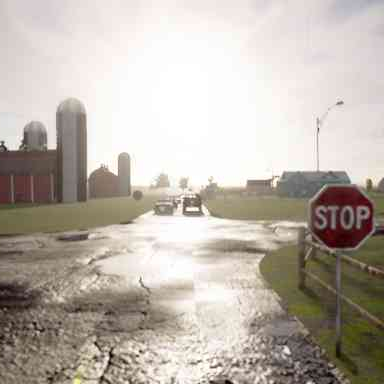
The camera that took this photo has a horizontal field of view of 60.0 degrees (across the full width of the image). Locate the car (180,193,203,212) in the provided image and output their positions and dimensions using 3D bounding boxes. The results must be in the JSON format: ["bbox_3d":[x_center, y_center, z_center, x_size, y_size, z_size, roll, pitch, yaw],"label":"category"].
[{"bbox_3d":[0.043,1.172,38.912,2.150,2.045,5.566,0,0,0],"label":"car"}]

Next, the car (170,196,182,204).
[{"bbox_3d":[-2.897,1.473,60.996,2.033,1.411,5.357,0,0,0],"label":"car"}]

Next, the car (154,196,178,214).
[{"bbox_3d":[-2.895,1.447,35.099,2.128,1.511,4.902,0,0,0],"label":"car"}]

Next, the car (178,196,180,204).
[{"bbox_3d":[-2.911,1.507,45.137,1.994,1.385,4.181,0,0,0],"label":"car"}]
